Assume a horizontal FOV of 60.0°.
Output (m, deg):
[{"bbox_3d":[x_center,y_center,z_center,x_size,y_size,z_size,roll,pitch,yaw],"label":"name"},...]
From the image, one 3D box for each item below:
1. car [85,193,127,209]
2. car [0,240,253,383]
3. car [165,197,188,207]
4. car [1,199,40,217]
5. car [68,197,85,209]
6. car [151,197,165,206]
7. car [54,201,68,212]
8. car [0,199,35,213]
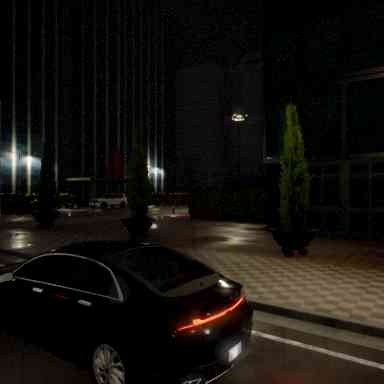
[{"bbox_3d":[-11.363,1.221,45.597,2.150,2.045,5.566,0,0,35],"label":"car"},{"bbox_3d":[-1.496,1.505,5.070,4.892,1.490,1.837,0,0,36],"label":"car"},{"bbox_3d":[-1.760,1.525,52.845,1.812,1.442,4.674,0,0,35],"label":"car"},{"bbox_3d":[-16.884,1.477,31.292,1.882,1.535,5.008,0,0,35],"label":"car"},{"bbox_3d":[-15.381,1.505,45.966,1.837,1.490,4.892,0,0,35],"label":"car"},{"bbox_3d":[-5.562,1.564,53.835,1.994,1.385,4.181,0,0,35],"label":"car"},{"bbox_3d":[-17.080,1.491,37.459,2.128,1.511,4.902,0,0,35],"label":"car"},{"bbox_3d":[-21.028,1.547,37.921,2.033,1.411,5.357,0,0,35],"label":"car"}]
